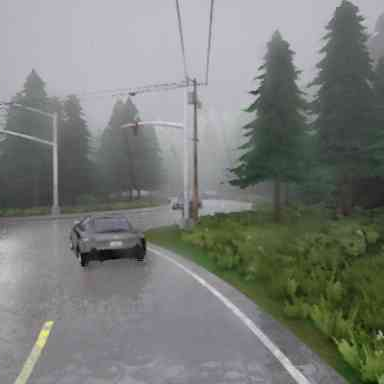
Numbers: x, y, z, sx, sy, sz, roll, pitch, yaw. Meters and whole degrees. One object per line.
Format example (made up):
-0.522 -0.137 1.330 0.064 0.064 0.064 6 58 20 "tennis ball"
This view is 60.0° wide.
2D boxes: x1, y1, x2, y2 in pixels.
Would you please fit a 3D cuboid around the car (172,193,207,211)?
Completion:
-0.374 1.068 32.057 1.994 1.385 4.181 0 1 21 "car"

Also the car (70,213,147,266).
-2.947 1.414 11.238 1.994 1.385 4.181 -1 1 -24 "car"

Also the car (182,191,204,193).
-0.092 0.699 56.068 2.033 1.411 5.357 -1 1 -14 "car"

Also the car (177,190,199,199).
-0.882 0.476 66.859 1.882 1.535 5.008 -1 1 -34 "car"

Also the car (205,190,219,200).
3.100 0.459 57.900 2.097 1.767 4.553 -1 1 -15 "car"
